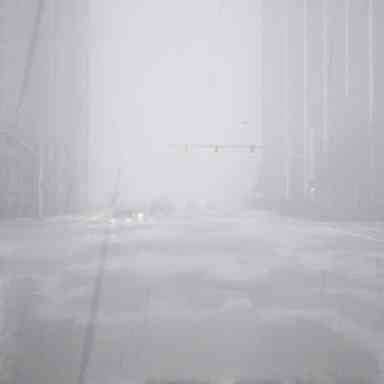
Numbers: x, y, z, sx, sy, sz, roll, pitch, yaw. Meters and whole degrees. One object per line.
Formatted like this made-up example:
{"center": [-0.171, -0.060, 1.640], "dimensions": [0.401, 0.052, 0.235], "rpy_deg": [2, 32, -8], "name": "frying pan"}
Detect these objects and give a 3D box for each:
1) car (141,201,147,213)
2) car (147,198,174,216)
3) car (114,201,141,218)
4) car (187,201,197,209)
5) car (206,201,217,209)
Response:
{"center": [-7.114, 2.028, 45.580], "dimensions": [2.128, 1.511, 4.902], "rpy_deg": [0, -1, 0], "name": "car"}
{"center": [-3.622, 1.683, 39.189], "dimensions": [2.150, 2.045, 5.566], "rpy_deg": [0, -1, 0], "name": "car"}
{"center": [-7.120, 1.903, 36.094], "dimensions": [1.882, 1.535, 5.008], "rpy_deg": [0, -1, 0], "name": "car"}
{"center": [-0.035, 2.311, 60.375], "dimensions": [1.895, 1.301, 4.718], "rpy_deg": [0, -1, 0], "name": "car"}
{"center": [3.465, 2.305, 59.837], "dimensions": [1.895, 1.301, 4.718], "rpy_deg": [0, -1, 0], "name": "car"}
